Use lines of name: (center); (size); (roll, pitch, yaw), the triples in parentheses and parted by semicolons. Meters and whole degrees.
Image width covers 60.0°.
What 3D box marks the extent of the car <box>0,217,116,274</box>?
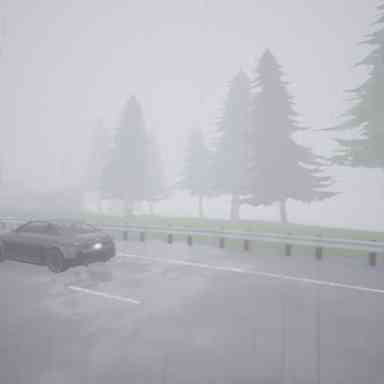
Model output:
car: (-4.407, 1.485, 10.333); (4.181, 1.385, 1.994); (0, 0, 29)
